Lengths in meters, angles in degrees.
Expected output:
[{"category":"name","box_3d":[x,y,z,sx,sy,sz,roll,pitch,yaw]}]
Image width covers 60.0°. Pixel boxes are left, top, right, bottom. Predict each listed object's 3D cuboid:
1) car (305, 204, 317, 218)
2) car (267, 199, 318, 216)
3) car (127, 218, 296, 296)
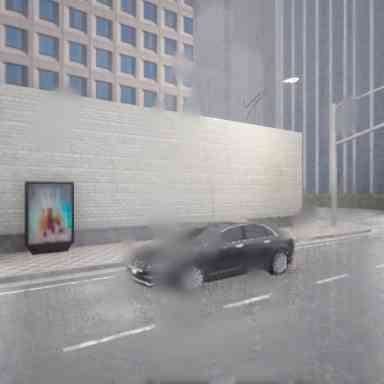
[{"category":"car","box_3d":[9.037,1.533,30.751,1.882,1.535,5.008,0,0,-36]},{"category":"car","box_3d":[10.417,1.547,34.837,2.128,1.511,4.902,0,0,-36]},{"category":"car","box_3d":[0.696,1.505,8.785,4.892,1.490,1.837,0,0,-35]}]
